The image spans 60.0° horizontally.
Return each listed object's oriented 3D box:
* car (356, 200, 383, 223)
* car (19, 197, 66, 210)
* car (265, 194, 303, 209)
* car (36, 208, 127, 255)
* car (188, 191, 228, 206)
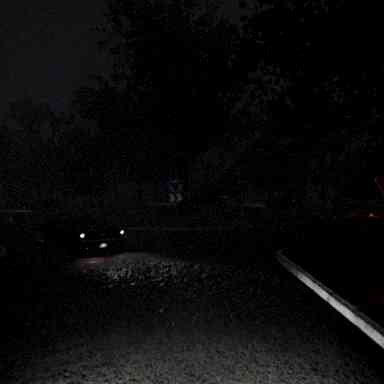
[{"bbox_3d":[12.768,1.300,23.370,1.882,1.535,5.008,1,1,32],"label":"car"},{"bbox_3d":[-16.524,1.265,37.123,2.033,1.411,5.357,0,0,21],"label":"car"},{"bbox_3d":[11.182,1.043,40.867,2.097,1.767,4.553,0,1,-39],"label":"car"},{"bbox_3d":[-4.382,1.501,13.046,1.895,1.301,4.718,0,0,-39],"label":"car"},{"bbox_3d":[2.221,0.857,46.622,5.566,2.045,2.150,0,0,13],"label":"car"}]
